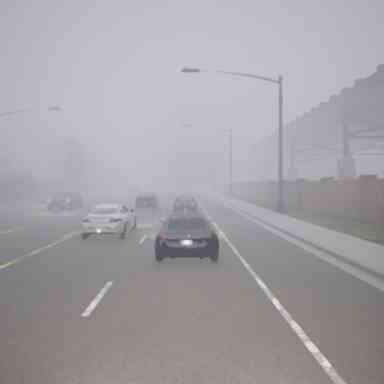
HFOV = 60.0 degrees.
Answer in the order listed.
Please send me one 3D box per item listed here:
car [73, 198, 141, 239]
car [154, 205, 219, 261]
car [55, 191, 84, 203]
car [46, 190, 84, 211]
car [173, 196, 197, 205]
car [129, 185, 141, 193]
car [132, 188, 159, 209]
[{"bbox_3d":[-3.768,1.253,15.574,1.812,1.442,4.674,0,1,-1],"label":"car"},{"bbox_3d":[-0.182,1.370,11.484,1.994,1.385,4.181,0,1,-1],"label":"car"},{"bbox_3d":[-15.081,0.581,41.283,1.895,1.301,4.718,0,2,-1],"label":"car"},{"bbox_3d":[-11.309,0.688,29.948,2.097,1.767,4.553,0,2,-1],"label":"car"},{"bbox_3d":[-0.577,0.964,27.995,1.895,1.301,4.718,0,2,-1],"label":"car"},{"bbox_3d":[-12.241,-0.726,72.083,2.097,1.767,4.553,0,2,-1],"label":"car"},{"bbox_3d":[-4.151,0.745,31.318,1.882,1.535,5.008,0,2,-1],"label":"car"}]
